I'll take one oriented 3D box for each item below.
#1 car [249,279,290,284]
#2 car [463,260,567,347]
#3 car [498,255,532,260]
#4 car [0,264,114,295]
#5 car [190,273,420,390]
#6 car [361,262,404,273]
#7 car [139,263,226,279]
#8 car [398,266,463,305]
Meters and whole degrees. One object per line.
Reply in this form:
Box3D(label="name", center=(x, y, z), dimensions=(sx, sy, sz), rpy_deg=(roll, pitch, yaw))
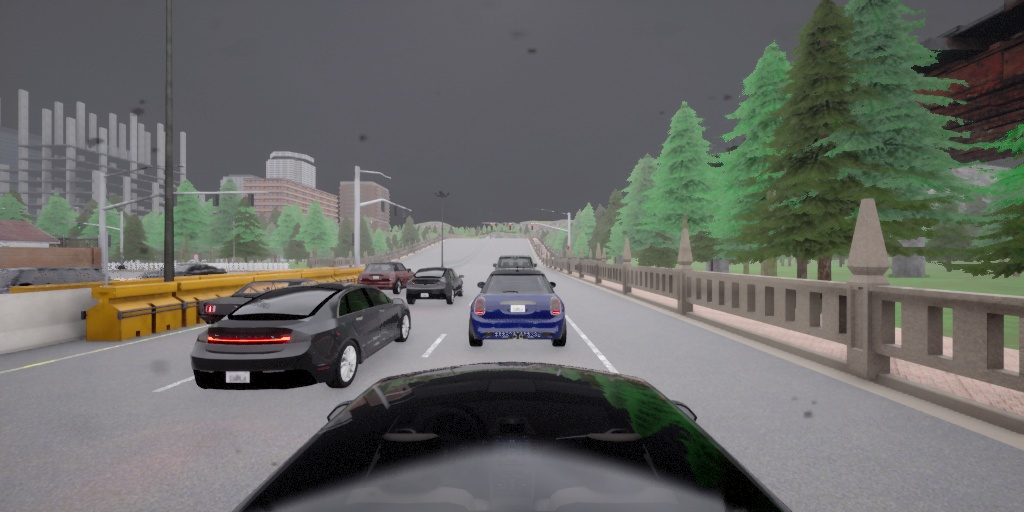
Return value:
Box3D(label="car", center=(-6.865, 1.351, 11.182), dimensions=(1.895, 1.301, 4.718), rpy_deg=(0, 0, 0))
Box3D(label="car", center=(0.125, 1.102, 9.506), dimensions=(2.097, 1.767, 4.553), rpy_deg=(0, 0, 0))
Box3D(label="car", center=(0.162, 0.972, 18.996), dimensions=(2.150, 2.045, 5.566), rpy_deg=(0, 0, 0))
Box3D(label="car", center=(-14.061, 1.102, 10.077), dimensions=(2.097, 1.767, 4.553), rpy_deg=(0, 0, 0))
Box3D(label="car", center=(-3.383, 1.255, 6.866), dimensions=(1.837, 1.490, 4.892), rpy_deg=(0, 0, 0))
Box3D(label="car", center=(-6.881, 1.102, 20.175), dimensions=(2.097, 1.767, 4.553), rpy_deg=(0, 0, -1))
Box3D(label="car", center=(-20.933, 1.228, 23.005), dimensions=(1.882, 1.535, 5.008), rpy_deg=(0, 0, -1))
Box3D(label="car", center=(-3.348, 1.255, 16.187), dimensions=(1.837, 1.490, 4.892), rpy_deg=(0, 0, 0))
